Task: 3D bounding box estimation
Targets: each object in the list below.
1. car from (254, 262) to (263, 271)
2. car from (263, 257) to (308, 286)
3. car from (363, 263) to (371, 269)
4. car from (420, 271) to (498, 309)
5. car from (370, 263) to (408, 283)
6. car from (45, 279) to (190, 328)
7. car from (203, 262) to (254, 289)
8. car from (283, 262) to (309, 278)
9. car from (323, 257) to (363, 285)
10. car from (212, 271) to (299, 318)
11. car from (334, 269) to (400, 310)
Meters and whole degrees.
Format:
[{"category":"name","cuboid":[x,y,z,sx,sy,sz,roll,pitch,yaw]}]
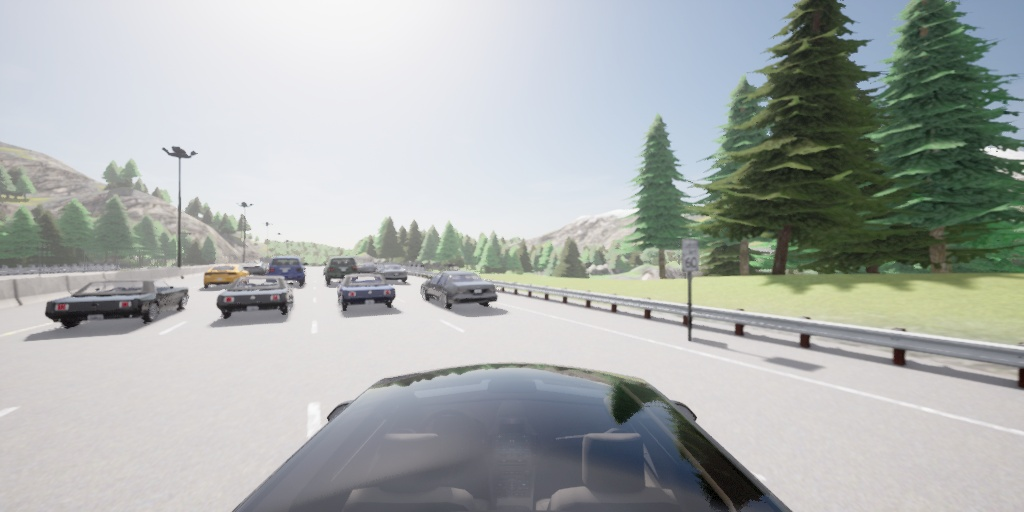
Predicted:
[{"category":"car","cuboid":[-25.773,1.379,36.094,2.128,1.511,4.902,0,0,-28]},{"category":"car","cuboid":[-16.270,1.070,26.076,2.150,2.045,5.566,0,0,-28]},{"category":"car","cuboid":[-16.379,1.467,40.807,1.994,1.385,4.181,0,0,-29]},{"category":"car","cuboid":[-2.443,1.349,15.394,2.033,1.411,5.357,0,0,-28]},{"category":"car","cuboid":[-9.659,1.403,28.556,2.033,1.411,5.357,0,0,-28]},{"category":"car","cuboid":[-12.392,1.394,11.734,1.895,1.301,4.718,0,0,-28]},{"category":"car","cuboid":[-19.476,1.320,24.647,1.882,1.535,5.008,0,0,-28]},{"category":"car","cuboid":[-22.706,1.385,37.780,2.128,1.511,4.902,0,0,-28]},{"category":"car","cuboid":[-13.225,1.076,27.802,2.150,2.045,5.566,0,0,-28]},{"category":"car","cuboid":[-9.324,1.400,13.420,1.895,1.301,4.718,0,0,-28]},{"category":"car","cuboid":[-6.257,1.405,15.102,1.895,1.301,4.718,0,0,-28]}]
